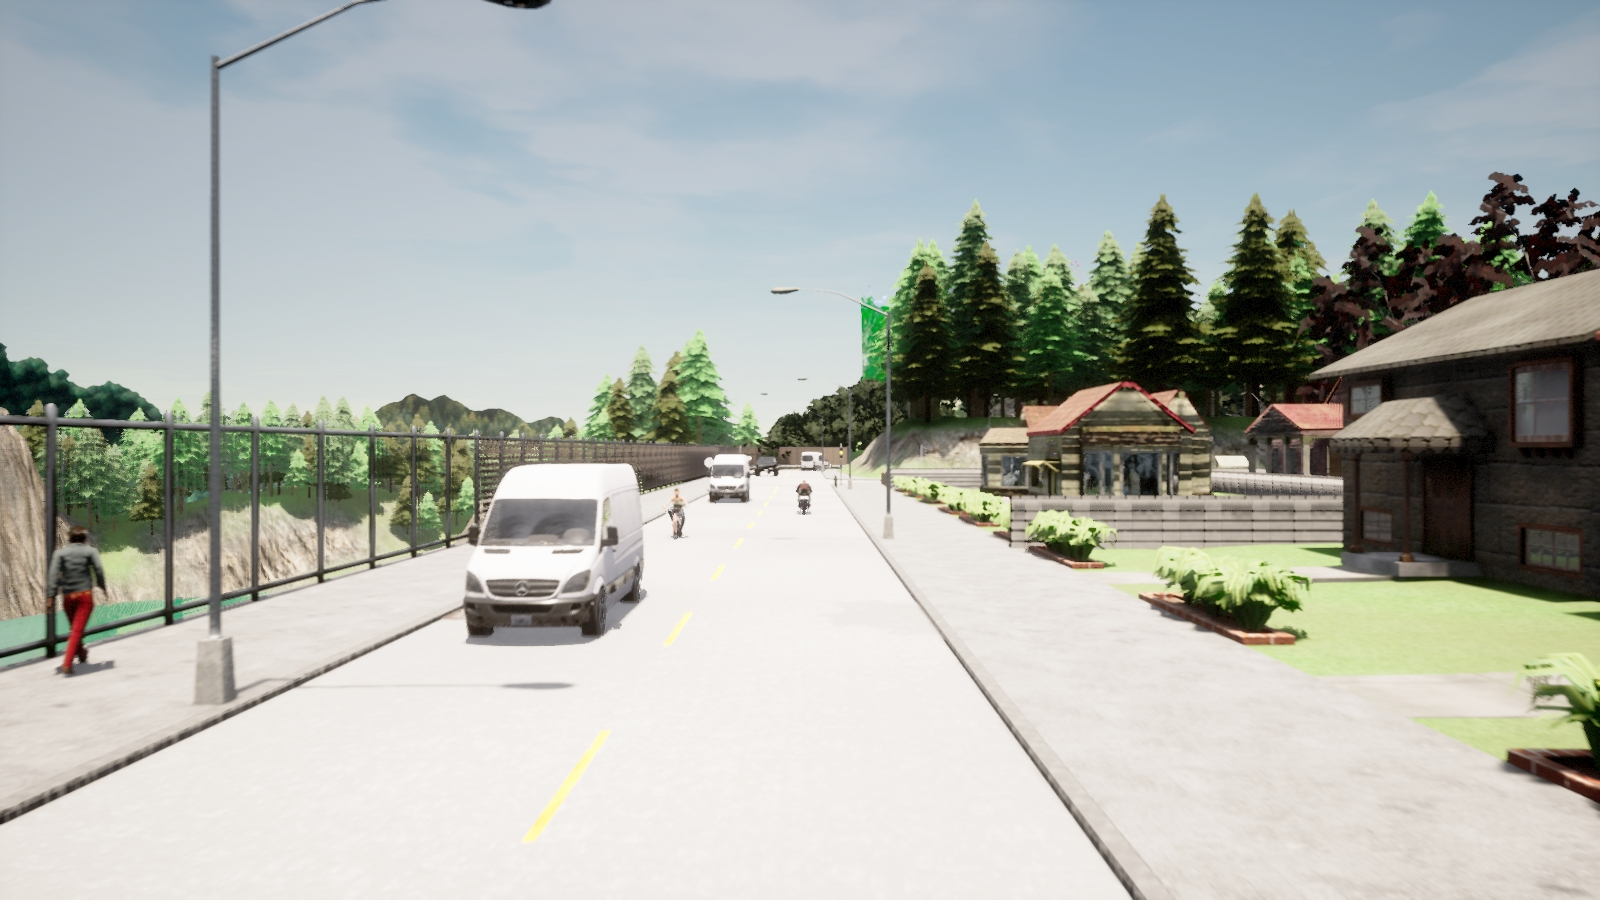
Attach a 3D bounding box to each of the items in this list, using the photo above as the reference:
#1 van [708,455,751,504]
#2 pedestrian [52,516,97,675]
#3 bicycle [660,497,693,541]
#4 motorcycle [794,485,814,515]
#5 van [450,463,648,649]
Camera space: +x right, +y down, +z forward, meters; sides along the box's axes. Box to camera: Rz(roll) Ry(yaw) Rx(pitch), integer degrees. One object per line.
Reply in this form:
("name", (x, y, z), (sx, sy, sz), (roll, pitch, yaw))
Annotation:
("van", (-3.767, 1.535, 61.903), (1.988, 2.561, 5.915), (0, 0, 0))
("pedestrian", (-8.786, 1.743, 13.838), (0.375, 1.860, 0.375), (0, 0, -18))
("bicycle", (-3.883, 2.158, 36.011), (0.859, 1.276, 1.487), (0, 0, 0))
("motorcycle", (0.184, 2.205, 50.798), (0.867, 1.251, 2.209), (0, 0, 0))
("van", (-3.933, 1.534, 19.080), (1.988, 2.561, 5.915), (0, 0, 0))
